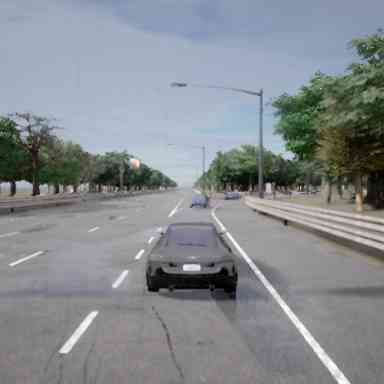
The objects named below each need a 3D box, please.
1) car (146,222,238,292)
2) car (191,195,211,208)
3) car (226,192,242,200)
[{"bbox_3d":[-0.004,1.450,8.646,1.994,1.385,4.181,0,1,0],"label":"car"},{"bbox_3d":[1.051,1.038,38.290,2.033,1.411,5.357,0,1,9],"label":"car"},{"bbox_3d":[7.615,0.762,60.188,1.994,1.385,4.181,0,1,25],"label":"car"}]
